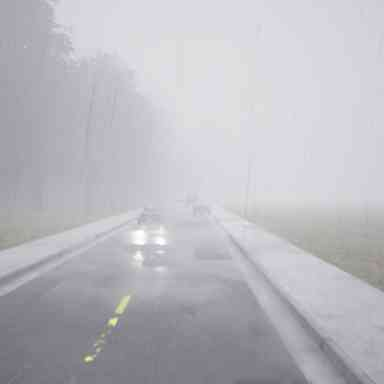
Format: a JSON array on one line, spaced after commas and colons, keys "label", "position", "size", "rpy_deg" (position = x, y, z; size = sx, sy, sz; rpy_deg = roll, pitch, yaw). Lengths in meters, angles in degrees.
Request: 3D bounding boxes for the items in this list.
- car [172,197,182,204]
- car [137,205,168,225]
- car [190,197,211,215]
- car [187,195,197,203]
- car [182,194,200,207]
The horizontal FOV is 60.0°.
[{"label": "car", "position": [-2.770, 1.605, 65.036], "size": [1.994, 1.385, 4.181], "rpy_deg": [0, 0, 1]}, {"label": "car", "position": [-2.850, 1.618, 24.484], "size": [1.895, 1.301, 4.718], "rpy_deg": [0, 0, 0]}, {"label": "car", "position": [0.961, 1.550, 33.989], "size": [1.812, 1.442, 4.674], "rpy_deg": [0, 0, 0]}, {"label": "car", "position": [-0.001, 1.448, 69.213], "size": [2.128, 1.511, 4.902], "rpy_deg": [0, 0, 0]}, {"label": "car", "position": [-0.002, 1.259, 52.011], "size": [2.150, 2.045, 5.566], "rpy_deg": [0, 0, 0]}]
